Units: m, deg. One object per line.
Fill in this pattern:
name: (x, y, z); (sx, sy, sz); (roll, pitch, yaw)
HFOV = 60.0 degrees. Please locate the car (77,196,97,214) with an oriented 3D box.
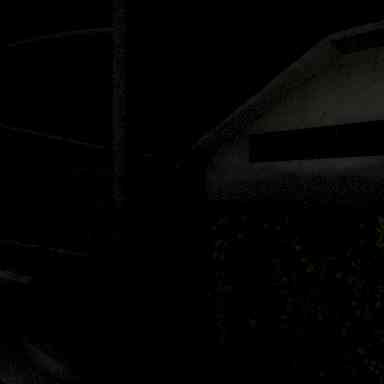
car: (-10.409, 1.363, 35.115); (3.866, 1.878, 1.905); (0, 0, 35)

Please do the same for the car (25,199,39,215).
car: (-17.214, 1.538, 32.978); (4.611, 1.667, 2.242); (0, 0, 35)

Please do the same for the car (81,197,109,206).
car: (-16.902, 1.574, 57.786); (4.902, 1.511, 2.128); (0, 0, 36)
